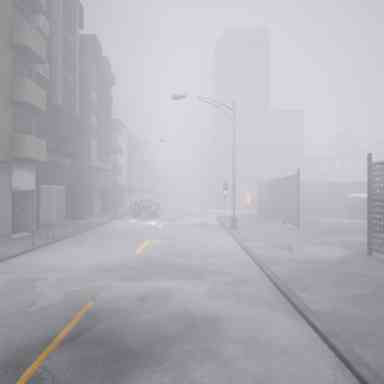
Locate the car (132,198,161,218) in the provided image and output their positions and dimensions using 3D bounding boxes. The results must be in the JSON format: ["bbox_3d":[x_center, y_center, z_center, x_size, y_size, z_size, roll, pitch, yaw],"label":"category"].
[{"bbox_3d":[-4.000,1.362,29.940,2.097,1.767,4.553,0,0,0],"label":"car"}]
